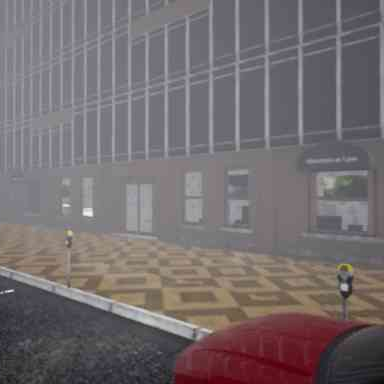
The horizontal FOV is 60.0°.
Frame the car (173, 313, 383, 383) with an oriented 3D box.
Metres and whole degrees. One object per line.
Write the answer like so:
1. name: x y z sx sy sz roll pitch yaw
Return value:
1. car: 2.070 1.496 1.876 5.008 1.535 1.882 0 0 37
